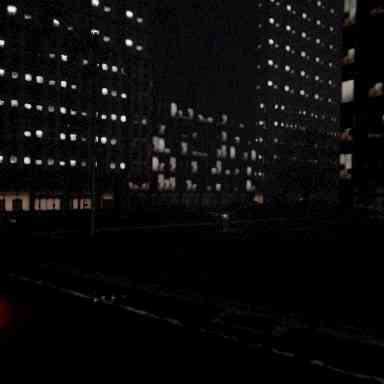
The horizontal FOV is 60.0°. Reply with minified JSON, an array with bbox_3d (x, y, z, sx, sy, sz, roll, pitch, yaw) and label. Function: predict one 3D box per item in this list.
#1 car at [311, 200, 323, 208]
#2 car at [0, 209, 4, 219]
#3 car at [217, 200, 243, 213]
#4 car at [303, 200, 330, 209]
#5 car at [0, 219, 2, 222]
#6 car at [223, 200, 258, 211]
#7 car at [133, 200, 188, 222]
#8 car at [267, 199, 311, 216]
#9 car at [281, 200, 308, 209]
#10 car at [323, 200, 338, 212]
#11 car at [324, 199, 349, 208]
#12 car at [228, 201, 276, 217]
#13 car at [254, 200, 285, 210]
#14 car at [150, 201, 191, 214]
[{"bbox_3d":[18.192,1.588,50.621,4.902,1.511,2.128,1,1,-34],"label":"car"},{"bbox_3d":[-15.793,1.450,22.817,2.150,2.045,5.566,0,1,16],"label":"car"},{"bbox_3d":[5.254,1.853,41.893,4.674,1.442,1.812,0,1,-34],"label":"car"},{"bbox_3d":[20.830,1.988,55.544,4.313,1.339,1.947,1,1,-34],"label":"car"},{"bbox_3d":[-7.112,1.506,8.761,4.902,1.511,2.128,0,0,35],"label":"car"},{"bbox_3d":[6.654,1.817,45.844,4.829,1.417,1.752,1,1,-34],"label":"car"},{"bbox_3d":[-2.789,1.675,29.830,5.009,1.841,2.192,1,1,-34],"label":"car"},{"bbox_3d":[11.246,1.804,39.433,5.009,1.841,2.192,1,1,-34],"label":"car"},{"bbox_3d":[16.151,1.961,52.343,4.206,1.307,1.802,1,1,-34],"label":"car"},{"bbox_3d":[20.599,2.140,45.840,4.313,1.339,1.947,1,1,-34],"label":"car"},{"bbox_3d":[25.509,2.031,58.745,4.313,1.339,1.947,1,1,-34],"label":"car"},{"bbox_3d":[6.563,1.990,36.236,4.507,1.381,1.887,1,1,-34],"label":"car"},{"bbox_3d":[11.473,1.902,49.142,4.313,1.339,1.947,1,1,-34],"label":"car"},{"bbox_3d":[-2.563,1.758,39.538,4.403,1.369,2.008,1,1,-34],"label":"car"}]
